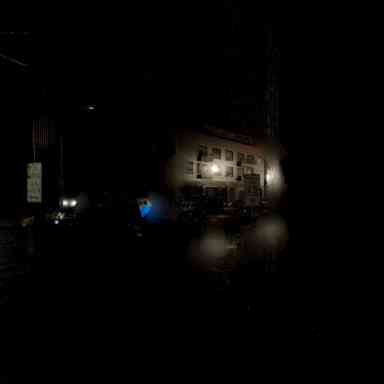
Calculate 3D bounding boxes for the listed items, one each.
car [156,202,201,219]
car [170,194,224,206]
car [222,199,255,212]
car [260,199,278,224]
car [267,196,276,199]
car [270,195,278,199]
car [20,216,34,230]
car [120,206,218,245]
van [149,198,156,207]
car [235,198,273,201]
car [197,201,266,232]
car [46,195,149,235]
[{"bbox_3d":[-1.153,1.572,29.741,1.802,1.307,4.206,0,0,36],"label":"car"},{"bbox_3d":[0.682,1.217,27.890,2.150,2.045,5.566,0,0,36],"label":"car"},{"bbox_3d":[5.507,1.549,38.917,1.947,1.339,4.313,0,0,36],"label":"car"},{"bbox_3d":[5.855,1.532,24.883,1.752,1.417,4.829,0,0,36],"label":"car"},{"bbox_3d":[8.836,1.544,43.506,1.947,1.339,4.313,0,0,36],"label":"car"},{"bbox_3d":[12.167,1.289,48.094,2.192,1.841,5.009,0,0,36],"label":"car"},{"bbox_3d":[-7.913,1.514,20.425,1.752,1.417,4.829,0,0,36],"label":"car"},{"bbox_3d":[-0.903,1.556,15.570,2.008,1.369,4.403,0,0,36],"label":"car"},{"bbox_3d":[-4.483,1.331,25.151,1.690,1.788,3.998,0,0,36],"label":"van"},{"bbox_3d":[6.751,1.590,36.238,1.895,1.301,4.718,0,0,36],"label":"car"},{"bbox_3d":[2.526,1.532,20.294,1.752,1.417,4.829,0,0,36],"label":"car"},{"bbox_3d":[-5.407,1.216,19.507,2.150,2.045,5.566,0,0,36],"label":"car"}]
